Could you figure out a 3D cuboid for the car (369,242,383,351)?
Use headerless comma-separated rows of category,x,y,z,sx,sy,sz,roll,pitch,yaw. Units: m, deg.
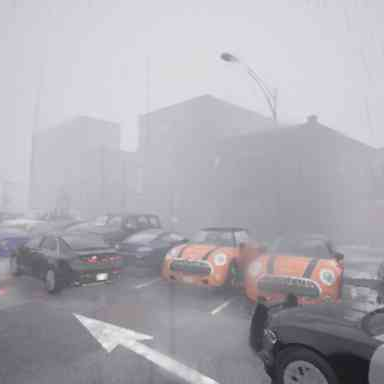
car,5.060,2.023,6.956,2.163,1.488,4.792,1,-4,25

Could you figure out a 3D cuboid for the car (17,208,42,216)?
car,-41.062,4.986,84.106,5.566,2.045,2.435,-1,-4,24

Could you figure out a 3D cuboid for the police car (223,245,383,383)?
police car,2.965,1.685,3.238,1.930,1.638,5.238,4,-4,-45

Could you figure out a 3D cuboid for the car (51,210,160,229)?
car,-3.364,2.001,15.500,2.435,2.045,5.566,1,-4,25

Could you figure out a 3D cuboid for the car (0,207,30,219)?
car,-35.092,4.092,65.829,5.566,2.045,2.435,1,-3,24

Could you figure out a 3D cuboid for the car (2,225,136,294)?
car,-4.005,1.976,10.250,1.837,1.490,4.892,4,-4,-45

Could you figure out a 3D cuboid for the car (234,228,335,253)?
car,2.980,1.936,9.150,2.185,1.767,4.553,1,-4,25

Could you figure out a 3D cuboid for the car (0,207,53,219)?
car,-9.716,2.203,21.898,2.435,2.045,5.566,0,-4,25

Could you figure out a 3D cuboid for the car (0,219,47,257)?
car,-8.229,2.128,14.508,1.812,1.442,4.674,4,-4,-45

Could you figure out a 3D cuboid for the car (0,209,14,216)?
car,-45.294,4.930,79.726,4.792,1.488,2.163,-1,-4,24

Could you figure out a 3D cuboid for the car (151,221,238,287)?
car,0.867,2.000,11.281,2.185,1.767,4.553,0,-4,25

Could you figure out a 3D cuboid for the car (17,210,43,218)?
car,-33.114,4.534,67.947,4.792,1.488,2.163,1,-3,24

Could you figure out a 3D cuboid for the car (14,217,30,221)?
car,-7.615,2.415,19.746,2.163,1.488,4.792,0,-4,25

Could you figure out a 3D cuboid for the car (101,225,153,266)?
car,-1.271,2.227,13.374,2.002,1.452,4.674,0,-4,25

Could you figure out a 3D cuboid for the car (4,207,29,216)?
car,-43.204,4.818,81.927,5.566,2.045,2.435,-1,-4,24

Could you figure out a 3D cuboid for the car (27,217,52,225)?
car,-5.567,2.303,17.473,1.946,1.575,5.366,0,-4,25
